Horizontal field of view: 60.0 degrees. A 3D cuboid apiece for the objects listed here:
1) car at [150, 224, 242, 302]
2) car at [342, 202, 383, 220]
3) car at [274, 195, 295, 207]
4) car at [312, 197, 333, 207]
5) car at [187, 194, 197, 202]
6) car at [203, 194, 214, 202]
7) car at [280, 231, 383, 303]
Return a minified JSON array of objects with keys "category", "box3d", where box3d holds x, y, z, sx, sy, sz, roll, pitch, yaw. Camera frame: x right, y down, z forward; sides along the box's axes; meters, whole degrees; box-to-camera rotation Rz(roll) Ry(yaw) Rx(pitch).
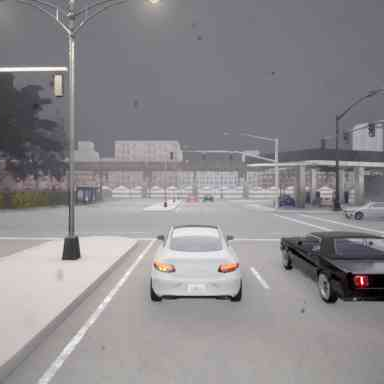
[{"category":"car","box3d":[0.085,1.516,8.145,1.812,1.442,4.674,0,0,0]},{"category":"car","box3d":[14.899,1.523,27.498,4.674,1.442,1.812,0,0,-1]},{"category":"car","box3d":[13.230,1.261,47.682,2.242,1.667,4.611,0,0,0]},{"category":"car","box3d":[18.975,1.433,48.443,1.970,1.475,3.806,0,0,0]},{"category":"car","box3d":[0.028,1.249,72.332,2.097,1.767,4.553,0,0,0]},{"category":"car","box3d":[3.528,1.256,72.331,2.097,1.767,4.553,0,0,0]},{"category":"car","box3d":[3.591,1.599,8.128,1.895,1.301,4.718,0,0,0]}]
